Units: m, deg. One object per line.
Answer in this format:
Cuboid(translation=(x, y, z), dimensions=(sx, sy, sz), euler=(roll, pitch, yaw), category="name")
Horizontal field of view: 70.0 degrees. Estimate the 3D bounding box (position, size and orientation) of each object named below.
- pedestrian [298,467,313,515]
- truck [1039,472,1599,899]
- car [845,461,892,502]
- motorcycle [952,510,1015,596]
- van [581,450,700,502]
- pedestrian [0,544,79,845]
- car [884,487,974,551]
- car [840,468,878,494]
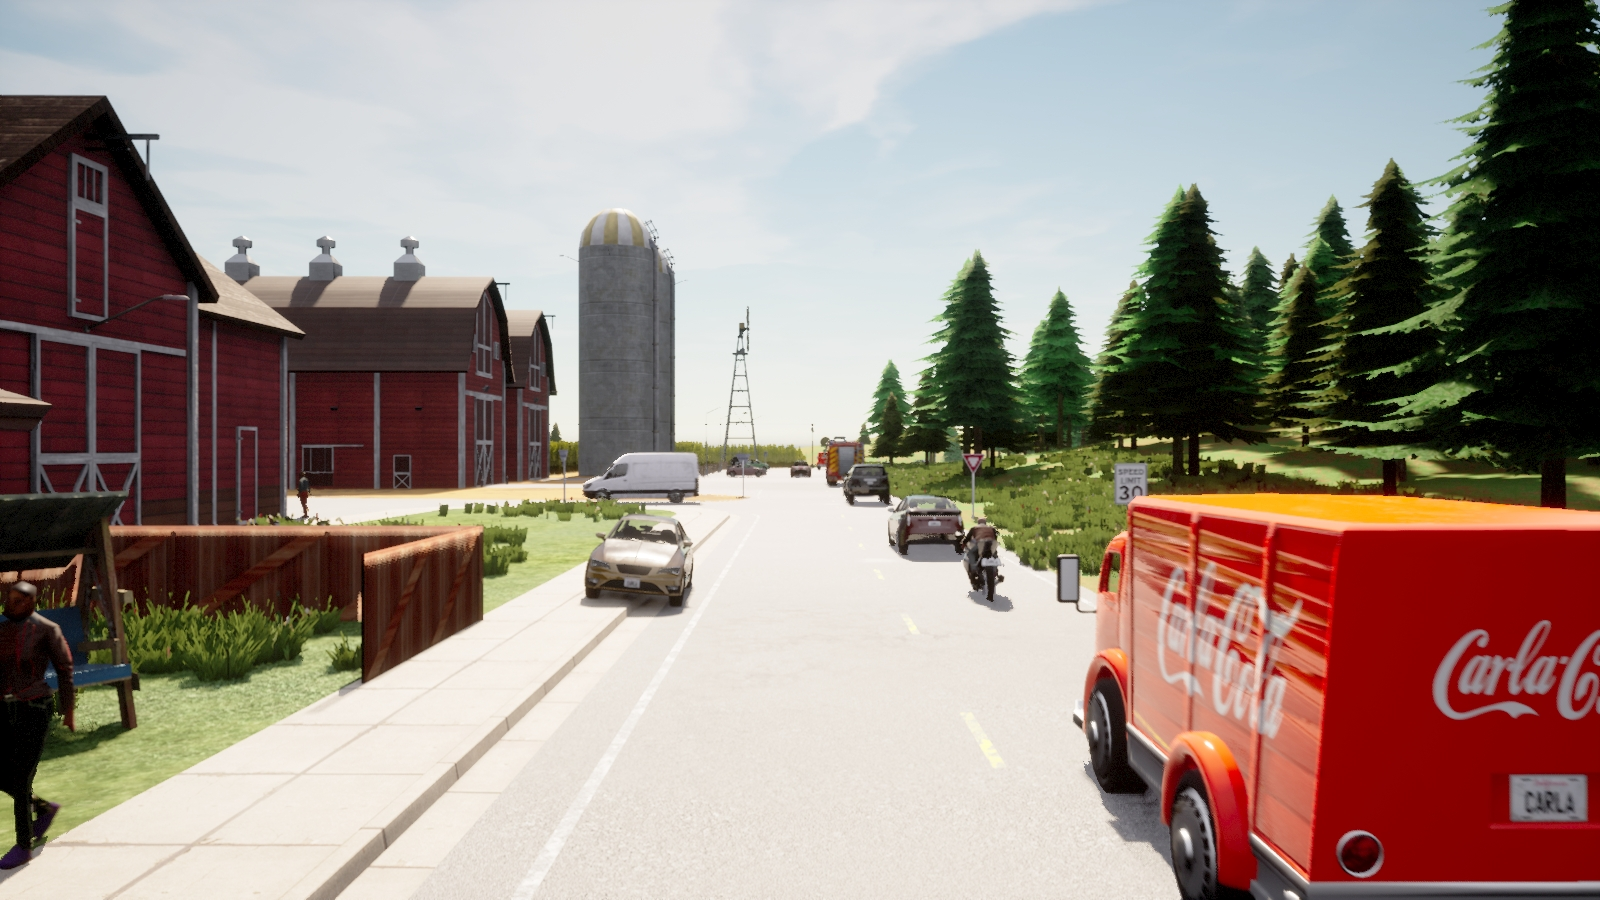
Cuboid(translation=(-19.337, 1.600, 44.677), dimensions=(0.375, 1.860, 0.375), euler=(0, 0, 5), category="pedestrian")
Cuboid(translation=(3.527, 1.417, 7.893), dimensions=(2.627, 2.467, 5.204), euler=(0, 0, 0), category="truck")
Cuboid(translation=(3.557, 1.616, 60.490), dimensions=(2.150, 2.045, 5.566), euler=(0, 0, 0), category="car")
Cuboid(translation=(3.522, 1.952, 22.093), dimensions=(0.867, 1.460, 2.209), euler=(0, 0, 0), category="motorcycle")
Cuboid(translation=(-8.084, 1.291, 58.330), dimensions=(5.915, 2.561, 1.988), euler=(0, 1, -7), category="van")
Cuboid(translation=(-4.959, 1.551, 7.371), dimensions=(0.375, 1.860, 0.375), euler=(0, 0, 1), category="pedestrian")
Cuboid(translation=(3.532, 1.887, 32.093), dimensions=(2.007, 1.525, 4.514), euler=(0, 0, 0), category="car")
Cuboid(translation=(3.598, 1.881, 70.517), dimensions=(2.128, 1.511, 4.902), euler=(0, 0, 0), category="car")
